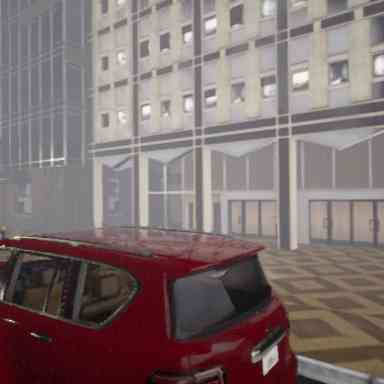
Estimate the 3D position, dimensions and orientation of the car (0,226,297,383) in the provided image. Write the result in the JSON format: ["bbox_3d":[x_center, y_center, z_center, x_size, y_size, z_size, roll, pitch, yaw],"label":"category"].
[{"bbox_3d":[-1.365,1.343,3.852,5.009,1.841,2.192,-1,-1,35],"label":"car"}]
